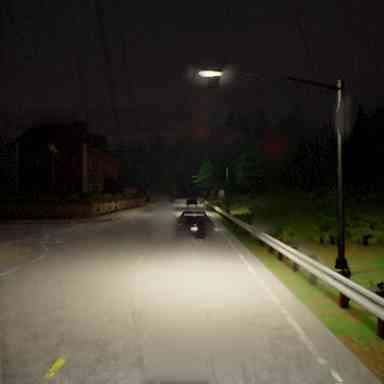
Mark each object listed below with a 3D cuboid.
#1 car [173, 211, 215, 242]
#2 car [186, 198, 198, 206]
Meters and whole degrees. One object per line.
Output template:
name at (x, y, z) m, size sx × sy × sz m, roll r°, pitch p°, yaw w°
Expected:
car at (0.104, 1.640, 16.956) m, size 1.994 × 1.385 × 4.181 m, roll 0°, pitch 0°, yaw 0°
car at (0.016, 1.768, 58.885) m, size 1.837 × 1.490 × 4.892 m, roll 0°, pitch 0°, yaw 0°
